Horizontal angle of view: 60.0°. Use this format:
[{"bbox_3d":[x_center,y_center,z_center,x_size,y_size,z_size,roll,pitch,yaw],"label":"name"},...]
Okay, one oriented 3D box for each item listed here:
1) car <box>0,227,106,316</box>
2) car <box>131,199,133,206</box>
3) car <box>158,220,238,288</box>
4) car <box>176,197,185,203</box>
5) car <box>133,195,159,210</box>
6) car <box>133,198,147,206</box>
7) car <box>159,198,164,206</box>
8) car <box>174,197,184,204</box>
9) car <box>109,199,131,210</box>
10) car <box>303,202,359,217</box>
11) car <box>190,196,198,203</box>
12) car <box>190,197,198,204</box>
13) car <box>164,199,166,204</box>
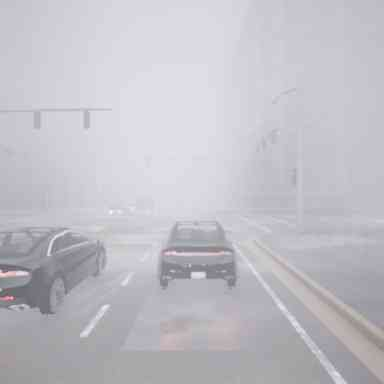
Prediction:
[{"bbox_3d":[-3.387,1.534,7.605,2.128,1.511,4.902,0,0,1],"label":"car"},{"bbox_3d":[-10.214,1.827,55.450,1.812,1.442,4.674,0,0,1],"label":"car"},{"bbox_3d":[0.139,1.545,9.410,2.128,1.511,4.902,0,0,0],"label":"car"},{"bbox_3d":[-2.927,1.987,85.138,2.033,1.411,5.357,0,0,0],"label":"car"},{"bbox_3d":[-6.758,1.488,49.128,2.150,2.045,5.566,0,0,2],"label":"car"},{"bbox_3d":[-10.093,1.955,65.304,1.895,1.301,4.718,0,0,1],"label":"car"},{"bbox_3d":[-6.676,1.814,59.340,2.128,1.511,4.902,0,0,1],"label":"car"},{"bbox_3d":[-2.993,1.908,75.436,1.837,1.490,4.892,0,0,0],"label":"car"},{"bbox_3d":[-10.284,1.818,46.805,1.994,1.385,4.181,0,0,0],"label":"car"},{"bbox_3d":[13.431,1.672,32.634,5.357,1.411,2.033,0,0,0],"label":"car"},{"bbox_3d":[0.573,1.925,85.115,1.882,1.535,5.008,0,0,0],"label":"car"},{"bbox_3d":[0.512,2.007,76.069,1.895,1.301,4.718,0,0,0],"label":"car"},{"bbox_3d":[-6.530,1.920,69.903,2.033,1.411,5.357,0,0,0],"label":"car"}]
